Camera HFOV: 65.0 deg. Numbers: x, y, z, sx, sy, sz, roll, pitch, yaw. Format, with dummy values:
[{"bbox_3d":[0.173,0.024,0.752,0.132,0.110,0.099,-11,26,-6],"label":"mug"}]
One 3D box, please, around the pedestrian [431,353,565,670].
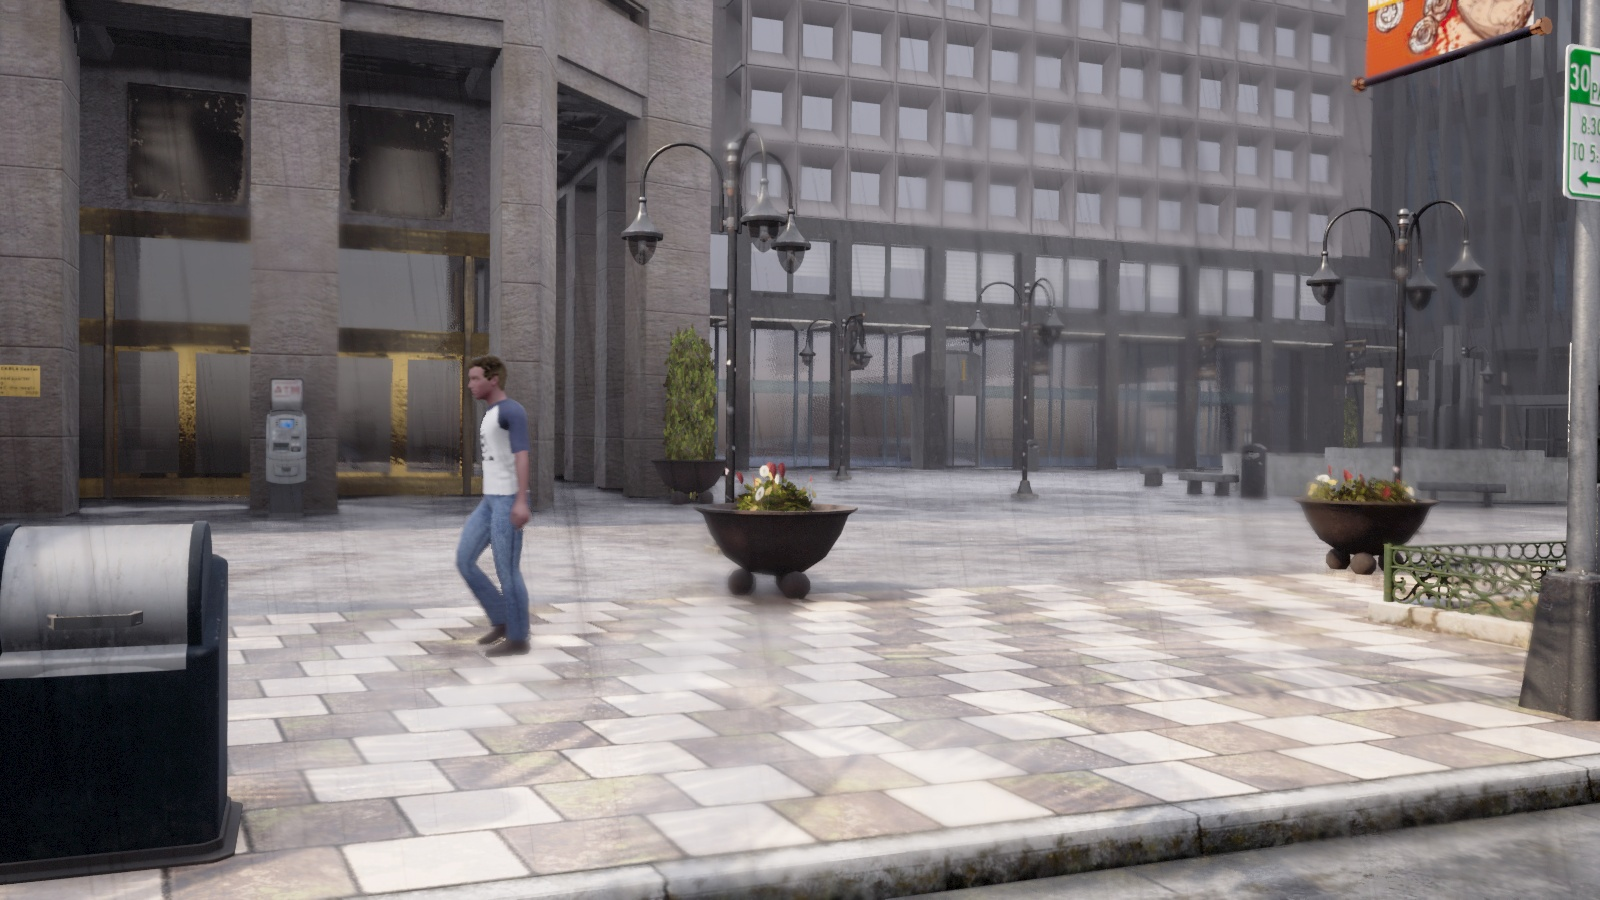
[{"bbox_3d":[-1.824,0.351,7.587,0.706,1.836,0.354,-1,1,-26],"label":"pedestrian"}]
